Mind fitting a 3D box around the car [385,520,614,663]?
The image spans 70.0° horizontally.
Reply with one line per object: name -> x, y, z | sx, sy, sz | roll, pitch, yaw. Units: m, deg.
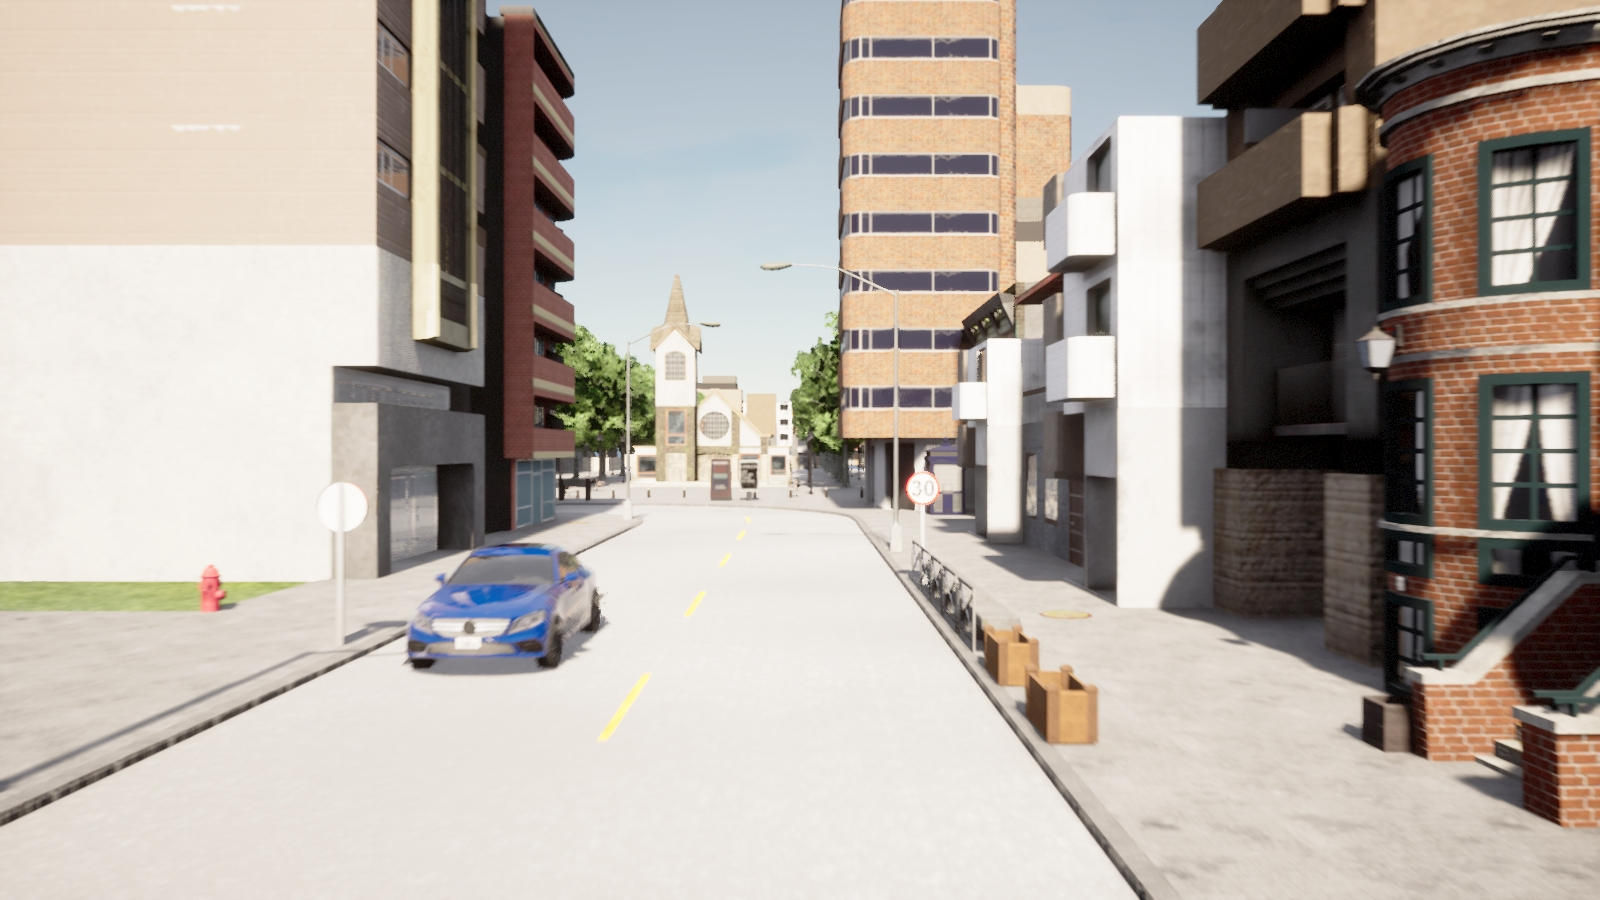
car -> -4.008, 1.856, 16.130 | 2.002, 1.442, 4.674 | 0, 0, 0
